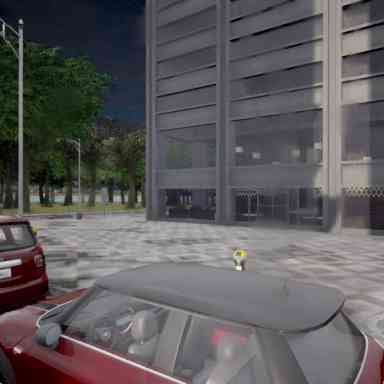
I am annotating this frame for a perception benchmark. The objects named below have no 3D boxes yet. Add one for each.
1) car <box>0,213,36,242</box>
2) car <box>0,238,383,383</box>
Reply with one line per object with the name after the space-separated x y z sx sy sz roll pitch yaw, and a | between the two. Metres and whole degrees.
-4.800 1.315 6.382 5.009 1.841 2.192 0 0 35 | car
-0.371 1.440 3.227 4.097 1.590 1.967 0 0 35 | car
